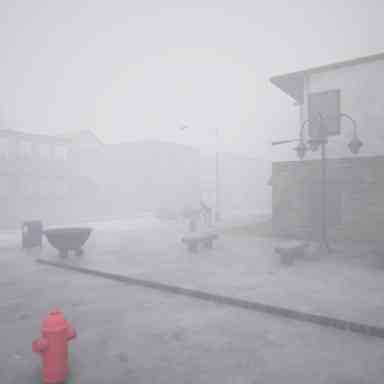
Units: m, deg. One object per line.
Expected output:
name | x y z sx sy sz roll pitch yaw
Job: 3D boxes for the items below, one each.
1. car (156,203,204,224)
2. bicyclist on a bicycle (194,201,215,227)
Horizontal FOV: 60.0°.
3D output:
car | -0.801 1.602 26.335 2.128 1.511 4.902 0 0 36
bicyclist on a bicycle | 0.766 1.421 21.303 1.656 1.620 0.582 -1 0 35
